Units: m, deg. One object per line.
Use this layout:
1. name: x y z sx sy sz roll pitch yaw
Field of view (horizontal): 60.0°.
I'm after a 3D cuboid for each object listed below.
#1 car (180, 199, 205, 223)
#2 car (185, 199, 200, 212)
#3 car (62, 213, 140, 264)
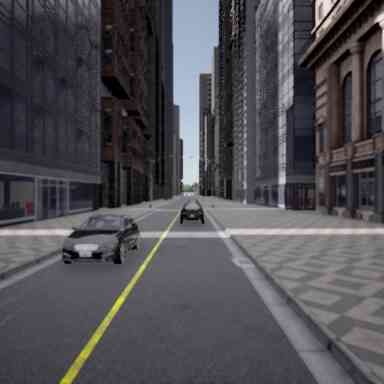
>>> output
1. car: 0.041 1.626 27.052 1.882 1.535 5.008 0 0 1
2. car: 0.074 1.754 44.111 1.837 1.490 4.892 0 -1 0
3. car: -3.084 1.557 12.119 2.128 1.511 4.902 0 0 0
